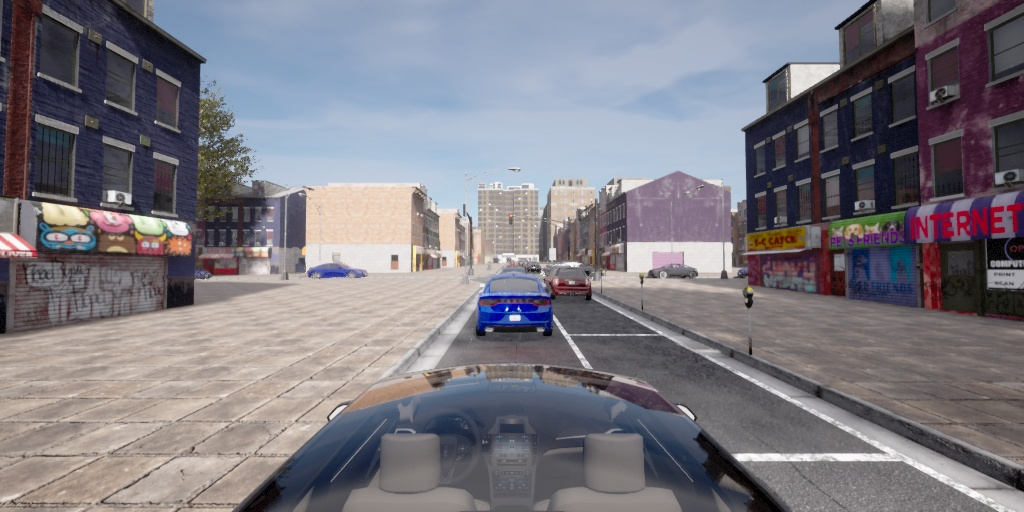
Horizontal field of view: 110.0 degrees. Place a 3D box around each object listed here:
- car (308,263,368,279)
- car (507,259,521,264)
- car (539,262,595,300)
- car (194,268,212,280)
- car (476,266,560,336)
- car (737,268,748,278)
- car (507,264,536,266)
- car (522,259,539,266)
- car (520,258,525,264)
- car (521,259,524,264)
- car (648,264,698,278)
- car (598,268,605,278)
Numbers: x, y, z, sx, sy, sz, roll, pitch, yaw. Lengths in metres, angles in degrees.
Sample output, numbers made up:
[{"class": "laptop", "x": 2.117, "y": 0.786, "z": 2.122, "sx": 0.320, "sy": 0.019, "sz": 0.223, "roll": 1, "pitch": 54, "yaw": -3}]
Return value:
[{"class": "car", "x": -14.464, "y": 1.307, "z": 29.853, "sx": 4.674, "sy": 1.442, "sz": 1.812, "roll": -1, "pitch": -2, "yaw": 0}, {"class": "car", "x": 0.076, "y": 1.585, "z": 63.272, "sx": 1.895, "sy": 1.301, "sz": 4.718, "roll": 0, "pitch": 0, "yaw": 0}, {"class": "car", "x": 2.629, "y": 1.206, "z": 17.793, "sx": 1.967, "sy": 1.591, "sz": 4.097, "roll": 0, "pitch": 0, "yaw": 0}, {"class": "car", "x": -27.838, "y": 1.424, "z": 29.934, "sx": 4.674, "sy": 1.442, "sz": 1.812, "roll": 0, "pitch": -2, "yaw": 0}, {"class": "car", "x": 0.036, "y": 1.233, "z": 10.479, "sx": 1.882, "sy": 1.535, "sz": 5.008, "roll": 0, "pitch": 0, "yaw": -1}, {"class": "car", "x": 23.049, "y": 1.337, "z": 32.576, "sx": 4.674, "sy": 1.442, "sz": 1.812, "roll": 0, "pitch": -2, "yaw": 0}, {"class": "car", "x": 0.093, "y": 1.292, "z": 17.992, "sx": 1.812, "sy": 1.442, "sz": 4.674, "roll": 0, "pitch": 0, "yaw": 0}, {"class": "car", "x": 2.620, "y": 1.420, "z": 44.537, "sx": 1.948, "sy": 1.339, "sz": 4.313, "roll": 0, "pitch": 0, "yaw": 0}, {"class": "car", "x": 2.616, "y": 1.448, "z": 55.579, "sx": 1.751, "sy": 1.417, "sz": 4.829, "roll": 0, "pitch": 0, "yaw": 0}, {"class": "car", "x": 2.617, "y": 1.452, "z": 49.973, "sx": 1.948, "sy": 1.339, "sz": 4.313, "roll": 0, "pitch": 0, "yaw": 0}, {"class": "car", "x": 14.595, "y": 1.379, "z": 32.628, "sx": 4.181, "sy": 1.385, "sz": 1.994, "roll": 0, "pitch": -2, "yaw": 0}, {"class": "car", "x": 5.213, "y": 1.227, "z": 29.729, "sx": 4.902, "sy": 1.511, "sz": 2.128, "roll": 0, "pitch": -2, "yaw": 0}]
